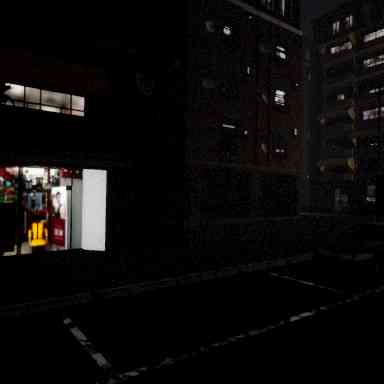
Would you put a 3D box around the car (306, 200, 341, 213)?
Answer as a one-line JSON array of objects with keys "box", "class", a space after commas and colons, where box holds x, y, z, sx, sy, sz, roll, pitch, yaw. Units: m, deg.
[{"box": [15.508, 1.708, 40.460, 1.752, 1.417, 4.829, 1, -1, -35], "class": "car"}]

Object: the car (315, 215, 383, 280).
[{"box": [5.469, 1.588, 9.929, 4.206, 1.307, 1.802, 0, 1, -35], "class": "car"}]

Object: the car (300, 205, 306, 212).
[{"box": [9.164, 1.328, 35.792, 2.192, 1.841, 5.009, 1, -1, -35], "class": "car"}]

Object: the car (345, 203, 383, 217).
[{"box": [16.431, 1.639, 29.732, 1.895, 1.301, 4.718, 2, -1, -35], "class": "car"}]
